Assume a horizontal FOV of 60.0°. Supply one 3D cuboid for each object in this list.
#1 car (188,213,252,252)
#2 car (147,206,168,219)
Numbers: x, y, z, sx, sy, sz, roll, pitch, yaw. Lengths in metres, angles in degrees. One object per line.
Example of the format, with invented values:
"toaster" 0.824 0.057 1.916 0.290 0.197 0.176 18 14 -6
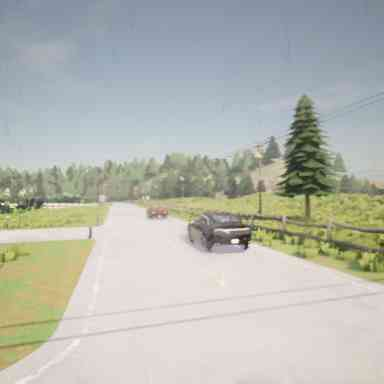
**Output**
"car" 1.089 1.709 15.084 2.128 1.511 4.902 -1 -1 -13
"car" -3.859 2.223 36.485 1.895 1.301 4.718 -1 -1 -13
